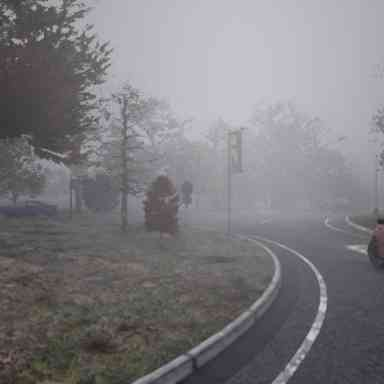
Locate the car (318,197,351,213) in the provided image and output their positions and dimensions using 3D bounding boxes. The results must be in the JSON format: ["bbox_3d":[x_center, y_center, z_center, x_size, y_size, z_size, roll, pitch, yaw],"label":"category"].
[{"bbox_3d":[18.482,1.656,42.997,5.566,2.045,2.150,4,-3,-42],"label":"car"}]

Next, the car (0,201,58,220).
[{"bbox_3d":[-14.099,1.488,28.331,5.008,1.535,1.882,0,-1,-7],"label":"car"}]

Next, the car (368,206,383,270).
[{"bbox_3d":[5.793,1.219,7.664,2.150,2.045,5.566,0,0,18],"label":"car"}]

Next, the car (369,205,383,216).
[{"bbox_3d":[30.977,3.092,54.411,5.008,1.535,1.882,6,-4,-42],"label":"car"}]
